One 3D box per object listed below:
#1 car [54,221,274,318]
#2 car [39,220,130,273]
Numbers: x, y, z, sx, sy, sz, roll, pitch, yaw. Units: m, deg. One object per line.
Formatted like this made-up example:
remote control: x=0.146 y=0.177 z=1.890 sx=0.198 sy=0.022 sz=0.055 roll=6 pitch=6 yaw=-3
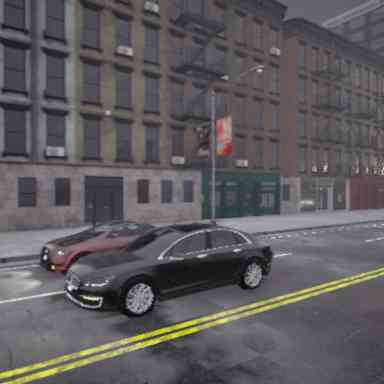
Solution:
car: x=-0.252 y=1.505 z=7.498 sx=4.892 sy=1.490 sz=1.837 roll=0 pitch=0 yaw=-36
car: x=-2.280 y=1.564 z=10.044 sx=4.181 sy=1.385 sz=1.994 roll=0 pitch=0 yaw=-36
